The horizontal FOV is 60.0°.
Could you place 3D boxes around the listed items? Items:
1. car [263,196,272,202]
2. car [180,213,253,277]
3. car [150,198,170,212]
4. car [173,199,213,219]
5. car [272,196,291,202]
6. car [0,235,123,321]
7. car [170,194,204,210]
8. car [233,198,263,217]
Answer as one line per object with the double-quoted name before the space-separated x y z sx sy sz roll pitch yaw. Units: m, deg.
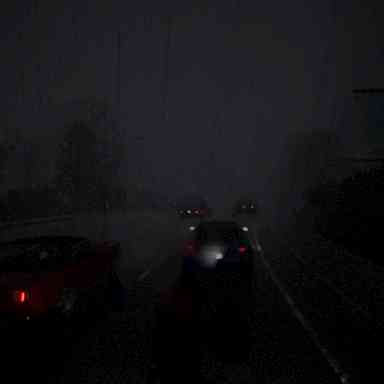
"car" 17.661 1.569 76.679 1.994 1.385 4.181 0 0 39
"car" 0.821 1.581 10.388 1.994 1.385 4.181 0 0 6
"car" -3.311 1.508 39.884 1.882 1.535 5.008 0 0 20
"car" 0.420 1.583 27.892 2.033 1.411 5.357 0 0 15
"car" 20.302 1.634 74.382 1.895 1.301 4.718 0 0 39
"car" -2.995 1.606 7.310 1.895 1.301 4.718 0 0 4
"car" -0.150 1.263 38.450 2.150 2.045 5.566 0 0 20
"car" 5.241 1.407 31.810 2.097 1.767 4.553 0 0 17
